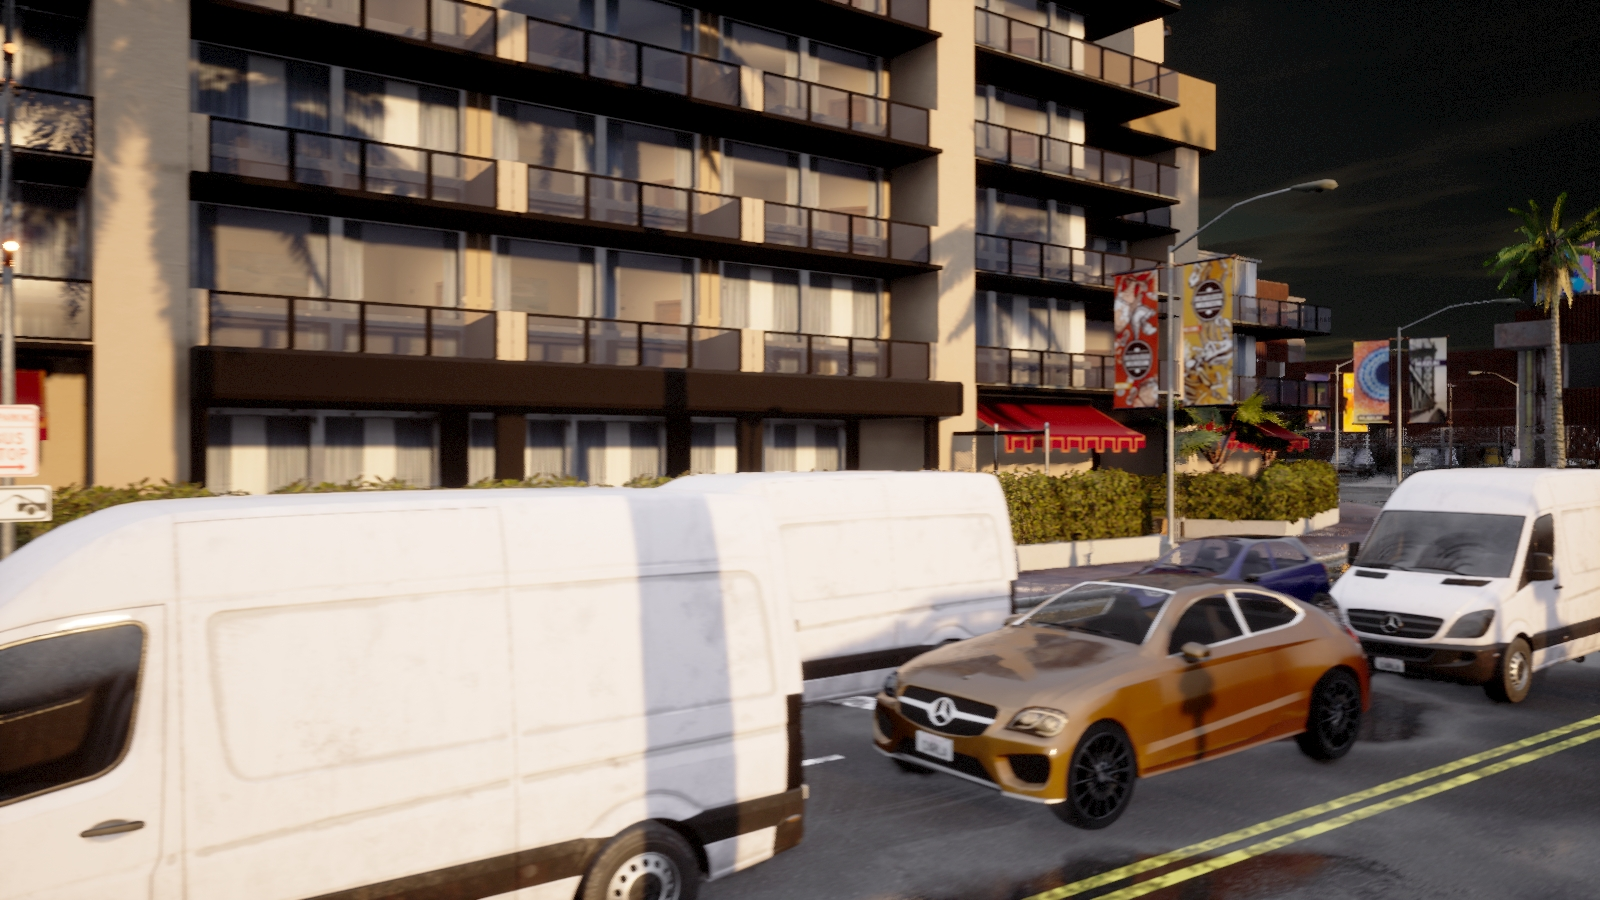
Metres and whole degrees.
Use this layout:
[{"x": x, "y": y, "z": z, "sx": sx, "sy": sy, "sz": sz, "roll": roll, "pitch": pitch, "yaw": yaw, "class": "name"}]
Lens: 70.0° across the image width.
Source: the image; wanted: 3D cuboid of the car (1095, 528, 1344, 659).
[{"x": 6.307, "y": 2.038, "z": 17.062, "sx": 3.633, "sy": 1.501, "sz": 1.845, "roll": 0, "pitch": 0, "yaw": -38, "class": "car"}]

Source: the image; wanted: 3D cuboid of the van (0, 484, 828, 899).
[{"x": -2.818, "y": 1.534, "z": 6.103, "sx": 5.915, "sy": 2.561, "sz": 1.988, "roll": 0, "pitch": 0, "yaw": -35, "class": "van"}]

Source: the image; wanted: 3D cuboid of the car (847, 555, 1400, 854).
[{"x": 3.066, "y": 1.992, "z": 10.310, "sx": 5.027, "sy": 1.651, "sz": 2.152, "roll": 0, "pitch": 0, "yaw": -36, "class": "car"}]

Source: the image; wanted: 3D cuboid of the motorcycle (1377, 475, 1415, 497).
[{"x": 36.097, "y": 2.182, "z": 69.221, "sx": 0.856, "sy": 1.236, "sz": 1.805, "roll": 0, "pitch": 0, "yaw": -36, "class": "motorcycle"}]

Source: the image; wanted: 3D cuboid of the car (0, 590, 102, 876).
[{"x": -7.549, "y": 1.983, "z": 7.199, "sx": 5.238, "sy": 1.638, "sz": 2.097, "roll": 0, "pitch": 0, "yaw": -35, "class": "car"}]

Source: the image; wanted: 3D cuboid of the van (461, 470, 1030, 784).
[{"x": -0.354, "y": 1.534, "z": 12.151, "sx": 5.915, "sy": 2.561, "sz": 1.988, "roll": 0, "pitch": 0, "yaw": -36, "class": "van"}]

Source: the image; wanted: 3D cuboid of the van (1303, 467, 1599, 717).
[{"x": 8.918, "y": 1.535, "z": 14.634, "sx": 5.915, "sy": 2.561, "sz": 1.988, "roll": 0, "pitch": 0, "yaw": -38, "class": "van"}]
